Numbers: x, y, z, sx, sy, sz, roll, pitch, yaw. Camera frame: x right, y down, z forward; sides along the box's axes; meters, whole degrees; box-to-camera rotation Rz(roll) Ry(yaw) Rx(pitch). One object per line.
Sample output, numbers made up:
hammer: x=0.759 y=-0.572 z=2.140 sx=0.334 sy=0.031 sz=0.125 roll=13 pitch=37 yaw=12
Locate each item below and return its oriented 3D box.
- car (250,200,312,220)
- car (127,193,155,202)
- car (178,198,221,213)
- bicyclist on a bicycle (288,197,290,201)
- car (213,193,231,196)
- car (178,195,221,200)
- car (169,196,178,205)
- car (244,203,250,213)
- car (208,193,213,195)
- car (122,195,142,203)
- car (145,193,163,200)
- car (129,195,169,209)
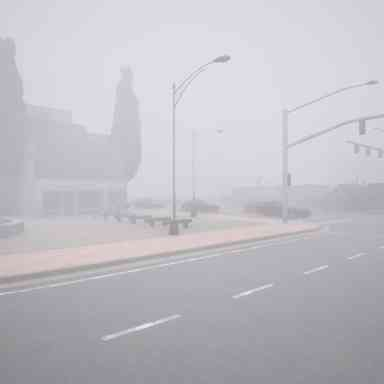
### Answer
car: x=7.785 y=1.478 z=28.538 sx=1.882 sy=1.535 sz=5.008 roll=0 pitch=0 yaw=-40
car: x=-9.156 y=1.491 z=59.667 sx=2.128 sy=1.511 sz=4.902 roll=0 pitch=0 yaw=-40
car: x=0.941 y=1.601 z=36.615 sx=1.895 sy=1.301 sz=4.718 roll=0 pitch=0 yaw=-40
bicyclist on a bicycle: x=12.886 y=1.261 z=44.843 sx=1.656 sy=1.620 sz=0.582 roll=-7 pitch=4 yaw=-40
car: x=6.859 y=1.395 z=69.063 sx=3.806 sy=1.475 sz=1.970 roll=0 pitch=0 yaw=-42
car: x=0.900 y=1.492 z=42.080 sx=2.128 sy=1.511 sz=4.902 roll=0 pitch=0 yaw=-40
car: x=-3.757 y=1.562 z=58.711 sx=1.994 sy=1.385 sz=4.181 roll=0 pitch=0 yaw=-40
car: x=7.369 y=1.564 z=34.443 sx=1.994 sy=1.385 sz=4.181 roll=0 pitch=0 yaw=-40
car: x=4.940 y=1.156 z=71.231 sx=3.866 sy=1.878 sz=1.905 roll=0 pitch=0 yaw=-42
car: x=-12.528 y=1.478 z=69.004 sx=1.882 sy=1.535 sz=5.008 roll=0 pitch=0 yaw=-40
car: x=-10.040 y=1.153 z=88.044 sx=4.605 sy=1.855 sz=1.932 roll=0 pitch=0 yaw=-42
car: x=-5.817 y=1.548 z=44.594 sx=2.033 sy=1.411 sz=5.357 roll=0 pitch=0 yaw=-41
